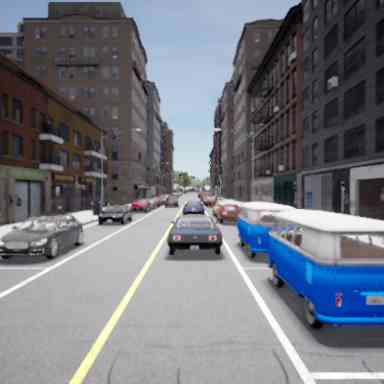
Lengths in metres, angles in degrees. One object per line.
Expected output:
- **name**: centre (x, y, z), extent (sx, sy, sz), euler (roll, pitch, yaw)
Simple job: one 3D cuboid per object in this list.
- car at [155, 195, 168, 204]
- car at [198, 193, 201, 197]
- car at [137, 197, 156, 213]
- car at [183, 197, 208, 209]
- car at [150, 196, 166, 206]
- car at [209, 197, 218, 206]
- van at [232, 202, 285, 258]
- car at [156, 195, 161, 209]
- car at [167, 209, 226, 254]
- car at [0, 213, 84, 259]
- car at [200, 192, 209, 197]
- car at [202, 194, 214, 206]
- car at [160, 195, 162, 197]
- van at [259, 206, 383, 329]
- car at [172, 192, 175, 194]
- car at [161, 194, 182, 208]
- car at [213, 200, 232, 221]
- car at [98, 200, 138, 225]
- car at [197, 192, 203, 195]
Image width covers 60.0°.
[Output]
- **car**: centre (-5.267, 1.261, 57.805), extent (1.967, 1.590, 4.097), euler (0, 0, 0)
- **car**: centre (2.769, 1.352, 63.472), extent (2.008, 1.369, 4.403), euler (0, 0, 0)
- **car**: centre (-5.314, 1.438, 35.077), extent (1.887, 1.381, 4.507), euler (0, 0, 0)
- **car**: centre (0.152, 1.470, 30.594), extent (1.994, 1.385, 4.181), euler (0, 0, 0)
- **car**: centre (-5.279, 1.405, 52.124), extent (1.947, 1.339, 4.313), euler (0, 0, 0)
- **car**: centre (2.699, 1.435, 29.548), extent (1.752, 1.417, 4.829), euler (0, 0, 0)
- **van**: centre (2.664, 1.303, 12.331), extent (1.690, 1.788, 3.998), euler (0, 0, 0)
- **car**: centre (-5.303, 1.426, 40.759), extent (2.008, 1.369, 4.403), euler (0, 0, 0)
- **car**: centre (0.109, 1.561, 13.304), extent (1.895, 1.301, 4.718), euler (0, 0, 0)
- **car**: centre (-5.361, 1.514, 12.348), extent (2.008, 1.369, 4.403), euler (0, 0, 0)
- **car**: centre (2.746, 1.278, 52.107), extent (1.967, 1.590, 4.097), euler (0, 0, 0)
- **car**: centre (2.734, 1.401, 46.425), extent (1.887, 1.381, 4.507), euler (0, 0, 0)
- **car**: centre (-5.291, 1.402, 46.441), extent (1.887, 1.381, 4.507), euler (0, 0, 0)
- **van**: centre (2.652, 1.321, 6.648), extent (1.690, 1.788, 3.998), euler (0, 0, 0)
- **car**: centre (-5.244, 1.224, 69.170), extent (1.967, 1.590, 4.097), euler (0, 0, 0)
- **car**: centre (-2.742, 1.365, 45.499), extent (1.837, 1.490, 4.892), euler (0, 0, 0)
- **car**: centre (2.687, 1.509, 23.696), extent (1.802, 1.307, 4.206), euler (0, 0, 0)
- **car**: centre (-5.338, 1.494, 23.712), extent (1.947, 1.339, 4.313), euler (0, 0, 0)
- **car**: centre (2.781, 1.098, 69.153), extent (2.192, 1.841, 5.009), euler (0, 0, 0)
